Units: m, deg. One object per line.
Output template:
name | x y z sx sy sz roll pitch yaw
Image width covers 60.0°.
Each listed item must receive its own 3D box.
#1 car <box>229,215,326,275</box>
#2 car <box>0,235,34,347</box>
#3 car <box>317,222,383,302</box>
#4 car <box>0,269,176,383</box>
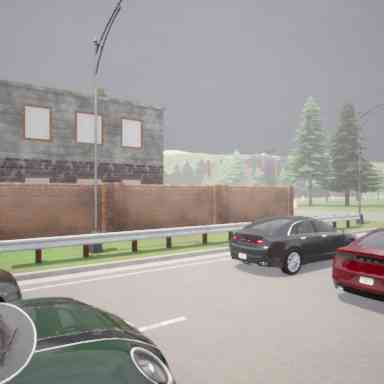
car | 3.365 1.504 10.494 4.892 1.490 1.837 0 0 -35
car | -4.706 1.564 4.687 4.181 1.385 1.994 0 0 -36
car | 5.223 1.476 7.523 5.008 1.535 1.882 0 0 -35
car | -2.289 1.352 2.114 4.553 1.767 2.097 0 0 -35
